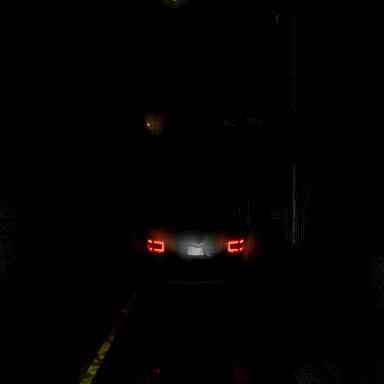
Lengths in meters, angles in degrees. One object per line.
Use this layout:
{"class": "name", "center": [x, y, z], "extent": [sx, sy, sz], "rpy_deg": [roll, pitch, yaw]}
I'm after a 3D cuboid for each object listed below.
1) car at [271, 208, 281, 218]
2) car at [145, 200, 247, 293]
{"class": "car", "center": [9.047, 1.588, 27.633], "extent": [4.718, 1.301, 1.895], "rpy_deg": [0, 0, -10]}
{"class": "car", "center": [0.079, 1.222, 9.010], "extent": [2.150, 2.045, 5.566], "rpy_deg": [0, 0, 0]}
